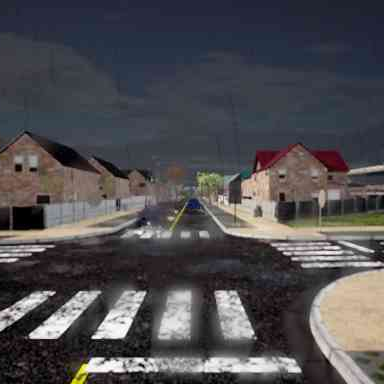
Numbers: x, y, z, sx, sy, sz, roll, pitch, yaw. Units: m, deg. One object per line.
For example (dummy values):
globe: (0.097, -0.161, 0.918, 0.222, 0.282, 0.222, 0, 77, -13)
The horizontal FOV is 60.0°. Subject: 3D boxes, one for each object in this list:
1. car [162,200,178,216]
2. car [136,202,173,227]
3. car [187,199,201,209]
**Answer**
car: (-2.751, 1.694, 34.135, 1.812, 1.442, 4.674, 0, 0, 0)
car: (-2.784, 1.667, 24.236, 2.033, 1.411, 5.357, 0, 0, 0)
car: (0.239, 1.720, 49.562, 1.882, 1.535, 5.008, 0, 0, 0)
